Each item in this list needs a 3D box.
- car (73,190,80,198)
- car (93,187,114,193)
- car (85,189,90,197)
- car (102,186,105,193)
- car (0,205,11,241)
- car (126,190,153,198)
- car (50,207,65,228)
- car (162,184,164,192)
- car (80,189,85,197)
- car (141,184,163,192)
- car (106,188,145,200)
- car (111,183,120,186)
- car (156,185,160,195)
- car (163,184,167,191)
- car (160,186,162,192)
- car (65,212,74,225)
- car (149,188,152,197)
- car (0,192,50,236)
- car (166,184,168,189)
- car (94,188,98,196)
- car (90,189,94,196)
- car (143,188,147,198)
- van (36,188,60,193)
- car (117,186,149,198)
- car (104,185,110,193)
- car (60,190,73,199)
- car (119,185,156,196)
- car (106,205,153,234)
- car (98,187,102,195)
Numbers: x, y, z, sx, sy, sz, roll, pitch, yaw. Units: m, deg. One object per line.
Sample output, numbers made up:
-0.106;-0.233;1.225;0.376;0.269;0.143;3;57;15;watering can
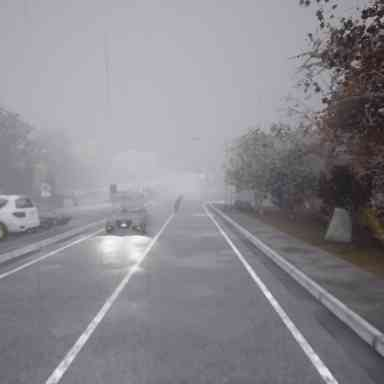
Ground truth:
-23.291;0.456;59.392;4.792;1.488;2.163;0;1;0;car
-23.121;-0.474;87.143;5.008;1.535;2.097;0;3;0;car
-23.418;0.321;64.979;5.366;1.575;1.946;0;1;0;car
-23.168;-0.006;76.128;4.892;1.521;2.231;0;2;0;car
-10.317;1.436;12.901;5.366;1.575;1.946;0;0;0;car
-10.146;0.329;64.967;4.892;1.521;2.231;0;1;0;car
-10.112;1.421;18.453;5.008;1.535;2.097;0;0;0;car
-10.081;-0.470;84.454;4.553;1.767;2.185;0;3;0;car
-23.433;0.377;62.184;5.366;1.575;1.946;0;1;0;car
-10.096;-0.347;81.676;4.553;1.767;2.185;0;3;0;car
-10.197;0.558;51.036;4.792;1.488;2.163;0;1;0;car
-23.130;-0.863;89.915;5.566;2.045;2.435;0;3;0;car
-10.078;-0.032;73.320;4.553;1.767;2.185;0;2;0;car
-10.015;-0.615;90.029;5.008;1.535;2.097;0;3;0;car
-10.109;-0.079;78.898;4.792;1.488;2.163;0;2;0;car
-10.065;1.441;21.229;4.792;1.488;2.163;0;0;0;car
-10.177;0.432;59.385;5.008;1.535;2.097;0;1;0;car
-10.148;1.179;15.676;5.566;2.045;2.435;0;0;0;car
-10.001;-0.763;92.815;5.008;1.535;2.097;0;3;0;car
-23.199;0.181;70.423;5.008;1.535;2.097;0;2;0;car
-23.190;0.290;67.634;4.792;1.488;2.163;0;1;0;car
-10.241;0.529;53.820;4.792;1.488;2.163;0;1;0;car
-23.180;0.300;51.019;4.442;1.987;1.878;1;1;0;van
-10.228;0.343;56.604;4.553;1.767;2.185;0;1;0;car
-22.945;-0.346;84.355;5.366;1.575;1.946;0;3;0;car
-23.280;0.505;56.480;4.674;1.452;2.002;0;1;0;car
-10.196;0.133;62.174;5.566;2.045;2.435;0;1;0;car
-3.292;1.407;18.050;1.994;1.385;4.181;0;0;0;car
-23.184;0.094;73.212;5.008;1.535;2.097;0;2;0;car
